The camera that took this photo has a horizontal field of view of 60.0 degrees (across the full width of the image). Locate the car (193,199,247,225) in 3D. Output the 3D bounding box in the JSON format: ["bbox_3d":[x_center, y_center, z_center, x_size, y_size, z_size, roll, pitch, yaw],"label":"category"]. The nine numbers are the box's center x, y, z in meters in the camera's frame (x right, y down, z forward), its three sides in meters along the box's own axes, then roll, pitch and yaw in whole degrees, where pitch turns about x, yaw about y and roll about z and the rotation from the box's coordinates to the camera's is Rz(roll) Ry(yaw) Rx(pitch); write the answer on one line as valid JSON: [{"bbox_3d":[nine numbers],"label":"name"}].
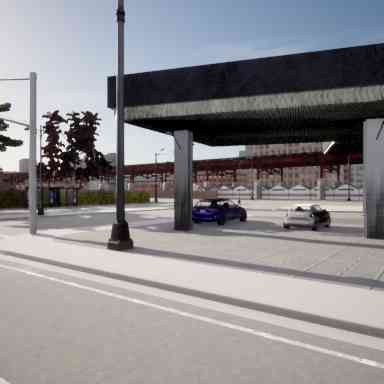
[{"bbox_3d":[1.993,1.295,23.020,2.242,1.667,4.611,0,0,37],"label":"car"}]

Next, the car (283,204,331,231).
[{"bbox_3d":[7.074,1.456,20.232,1.970,1.475,3.806,0,0,37],"label":"car"}]
